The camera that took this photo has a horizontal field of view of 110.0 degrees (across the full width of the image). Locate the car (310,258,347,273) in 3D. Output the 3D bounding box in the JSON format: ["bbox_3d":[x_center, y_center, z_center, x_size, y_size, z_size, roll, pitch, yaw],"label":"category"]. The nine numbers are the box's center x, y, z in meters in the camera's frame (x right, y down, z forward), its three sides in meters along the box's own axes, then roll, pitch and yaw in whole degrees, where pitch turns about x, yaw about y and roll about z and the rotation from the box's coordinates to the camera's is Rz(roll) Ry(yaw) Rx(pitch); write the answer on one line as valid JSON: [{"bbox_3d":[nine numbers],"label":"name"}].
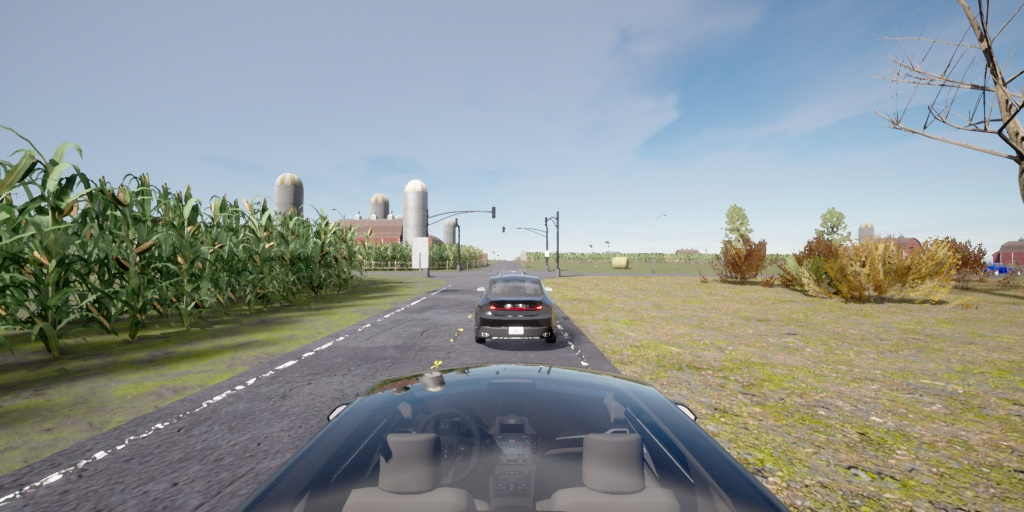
[{"bbox_3d":[-19.832,0.930,37.646,4.553,1.767,2.097,0,-1,-3],"label":"car"}]

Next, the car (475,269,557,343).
[{"bbox_3d":[0.079,1.259,9.662,1.837,1.490,4.892,0,0,0],"label":"car"}]

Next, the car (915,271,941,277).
[{"bbox_3d":[48.555,1.768,42.531,4.181,1.385,1.994,1,-1,-5],"label":"car"}]

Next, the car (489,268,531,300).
[{"bbox_3d":[0.031,1.360,18.813,1.895,1.301,4.718,0,0,4],"label":"car"}]
